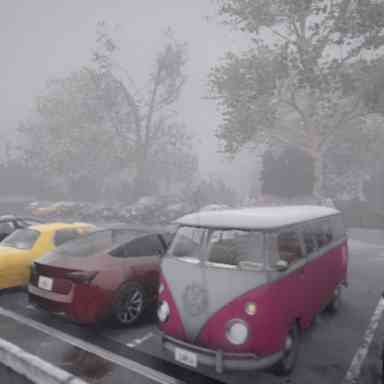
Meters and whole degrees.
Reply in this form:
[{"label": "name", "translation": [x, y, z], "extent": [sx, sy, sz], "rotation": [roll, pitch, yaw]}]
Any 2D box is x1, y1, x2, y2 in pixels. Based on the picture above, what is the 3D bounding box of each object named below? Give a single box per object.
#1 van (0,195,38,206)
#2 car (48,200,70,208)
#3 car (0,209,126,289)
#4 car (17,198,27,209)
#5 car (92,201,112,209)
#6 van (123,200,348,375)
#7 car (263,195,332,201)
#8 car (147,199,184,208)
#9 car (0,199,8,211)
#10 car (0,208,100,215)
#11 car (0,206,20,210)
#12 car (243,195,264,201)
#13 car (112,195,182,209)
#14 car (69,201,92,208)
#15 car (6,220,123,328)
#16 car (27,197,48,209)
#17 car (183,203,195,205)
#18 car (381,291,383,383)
[{"label": "van", "translation": [-18.526, 1.333, 35.851], "extent": [1.878, 1.987, 4.442], "rotation": [0, 0, 35]}, {"label": "car", "translation": [-9.516, 1.519, 29.291], "extent": [2.097, 1.535, 5.008], "rotation": [0, 0, 35]}, {"label": "car", "translation": [-3.181, 1.473, 8.977], "extent": [1.946, 1.575, 5.366], "rotation": [0, 0, 35]}, {"label": "car", "translation": [-14.054, 1.579, 32.523], "extent": [2.002, 1.452, 4.674], "rotation": [0, 0, 35]}, {"label": "car", "translation": [-4.955, 1.529, 26.092], "extent": [2.163, 1.488, 4.792], "rotation": [0, 0, 35]}, {"label": "van", "translation": [1.214, 1.248, 5.483], "extent": [1.878, 1.987, 4.442], "rotation": [0, 0, 35]}, {"label": "car", "translation": [6.260, 1.225, 18.052], "extent": [2.435, 2.045, 5.566], "rotation": [0, 0, 35]}, {"label": "car", "translation": [-0.435, 1.485, 22.838], "extent": [2.097, 1.535, 5.008], "rotation": [0, 0, 35]}, {"label": "car", "translation": [-25.390, 1.646, 40.603], "extent": [2.002, 1.452, 4.674], "rotation": [-1, 0, 36]}, {"label": "car", "translation": [-5.574, 1.478, 10.443], "extent": [2.097, 1.535, 5.008], "rotation": [0, 0, 35]}, {"label": "car", "translation": [-10.158, 1.519, 13.673], "extent": [2.163, 1.488, 4.792], "rotation": [0, 0, 35]}, {"label": "car", "translation": [4.090, 1.226, 19.593], "extent": [2.435, 2.045, 5.566], "rotation": [0, 0, 35]}, {"label": "car", "translation": [-2.721, 1.240, 24.434], "extent": [2.435, 2.045, 5.566], "rotation": [0, 0, 35]}, {"label": "car", "translation": [-7.259, 1.539, 27.658], "extent": [2.163, 1.488, 4.792], "rotation": [0, 0, 35]}, {"label": "car", "translation": [-0.986, 1.504, 7.225], "extent": [2.163, 1.488, 4.792], "rotation": [0, 0, 35]}, {"label": "car", "translation": [-11.891, 1.526, 30.759], "extent": [1.946, 1.575, 5.366], "rotation": [0, 0, 35]}, {"label": "car", "translation": [1.735, 1.520, 21.299], "extent": [2.002, 1.452, 4.674], "rotation": [0, 0, 35]}, {"label": "car", "translation": [3.550, 1.502, 3.930], "extent": [2.163, 1.488, 4.792], "rotation": [0, 0, 35]}]
